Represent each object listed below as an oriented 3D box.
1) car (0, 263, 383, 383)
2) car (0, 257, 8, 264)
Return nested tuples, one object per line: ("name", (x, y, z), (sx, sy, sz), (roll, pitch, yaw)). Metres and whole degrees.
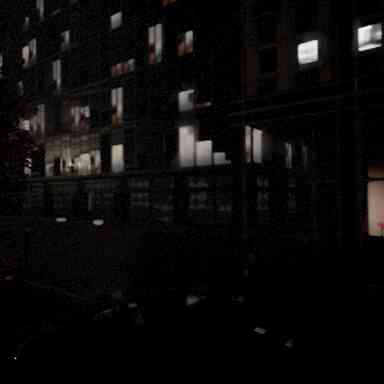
("car", (-0.326, 1.567, 2.964), (4.313, 1.339, 1.947), (0, -1, 36))
("car", (-4.928, 1.549, 6.246), (4.507, 1.381, 1.887), (0, -1, 36))
